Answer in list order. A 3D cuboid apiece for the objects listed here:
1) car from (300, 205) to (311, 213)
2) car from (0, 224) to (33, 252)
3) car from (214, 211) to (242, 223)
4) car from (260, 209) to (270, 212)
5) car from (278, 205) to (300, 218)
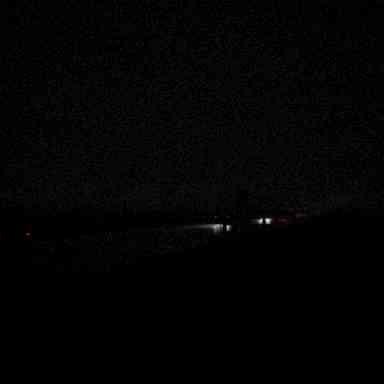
[{"bbox_3d":[19.915,2.965,59.007,2.128,1.511,4.902,-1,-1,29],"label":"car"},{"bbox_3d":[-9.707,1.900,14.022,2.033,1.411,5.357,-2,-3,41],"label":"car"},{"bbox_3d":[4.284,2.860,38.055,1.895,1.301,4.718,-1,-2,29],"label":"car"},{"bbox_3d":[12.061,2.649,52.129,2.128,1.511,4.902,-1,-1,29],"label":"car"},{"bbox_3d":[13.438,2.869,47.129,1.837,1.490,4.892,-1,-2,29],"label":"car"}]
